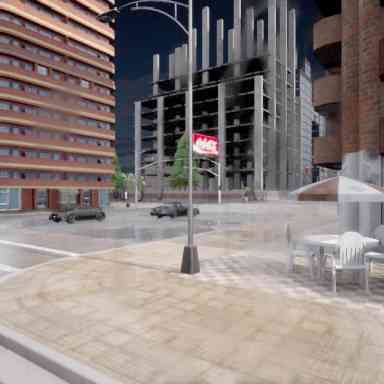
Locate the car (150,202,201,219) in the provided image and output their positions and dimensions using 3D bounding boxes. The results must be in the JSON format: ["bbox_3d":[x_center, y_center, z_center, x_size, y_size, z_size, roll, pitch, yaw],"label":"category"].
[{"bbox_3d":[-1.389,1.602,29.596,2.033,1.411,5.357,0,0,35],"label":"car"}]

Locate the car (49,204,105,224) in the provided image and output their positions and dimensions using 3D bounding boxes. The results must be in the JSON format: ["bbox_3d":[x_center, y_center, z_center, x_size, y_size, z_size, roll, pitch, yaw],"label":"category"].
[{"bbox_3d":[-8.765,1.619,25.631,1.994,1.385,4.181,0,0,36],"label":"car"}]
